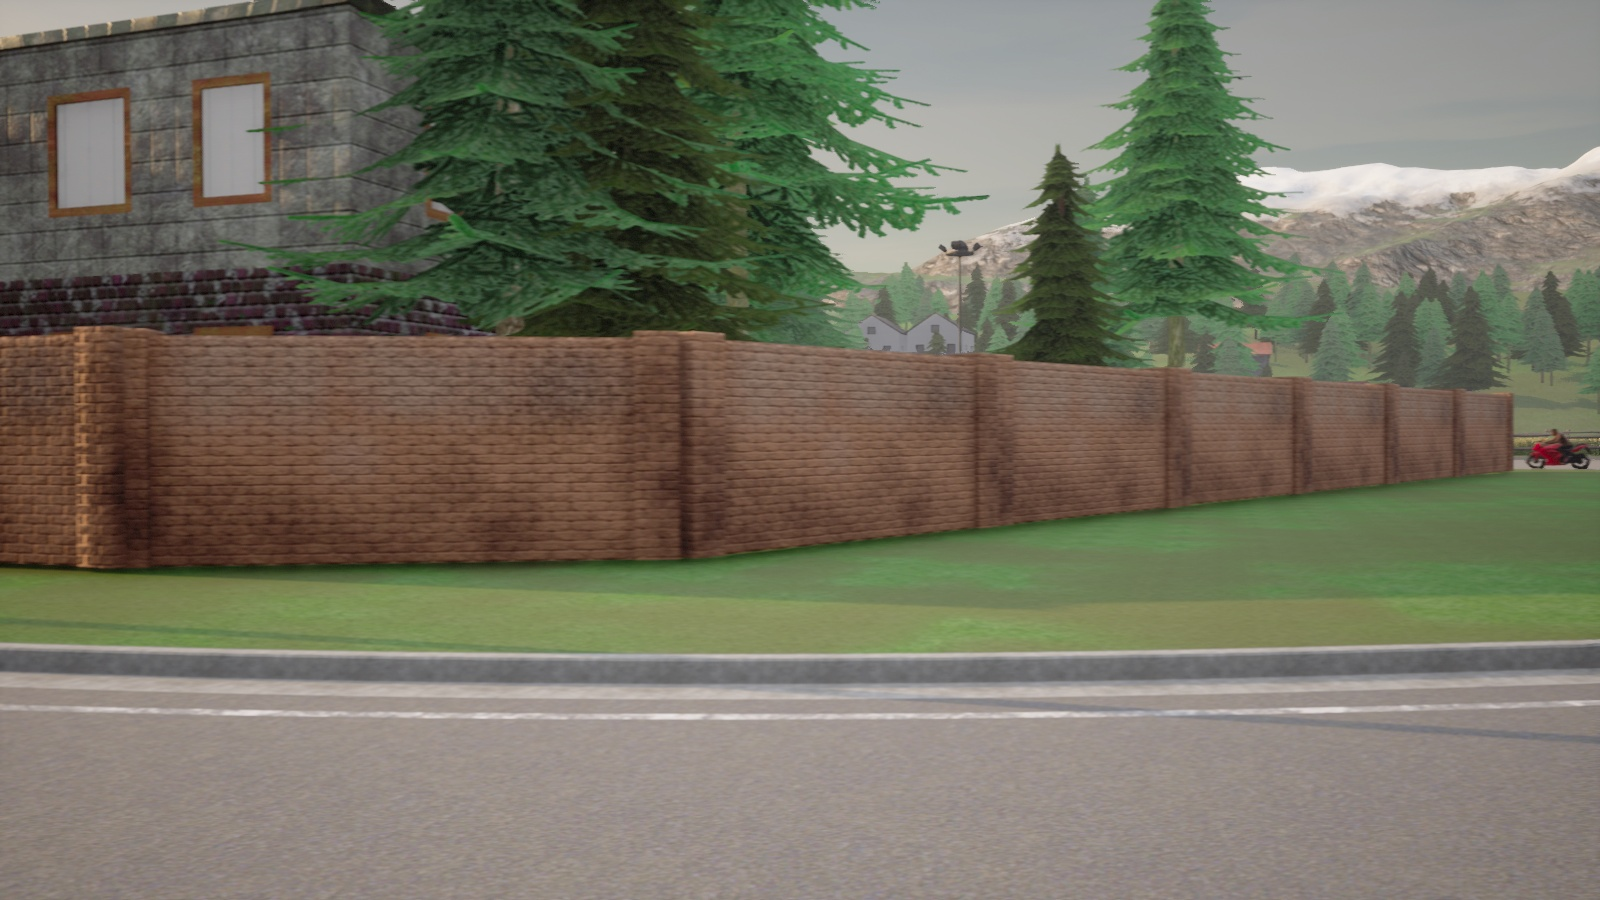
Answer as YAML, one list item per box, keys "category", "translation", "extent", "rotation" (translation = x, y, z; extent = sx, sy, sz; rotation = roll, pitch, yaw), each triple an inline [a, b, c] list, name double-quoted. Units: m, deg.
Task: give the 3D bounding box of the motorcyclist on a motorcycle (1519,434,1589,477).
- category: "motorcyclist on a motorcycle"
  translation: [27.213, 0.184, 45.371]
  extent: [2.044, 1.523, 0.797]
  rotation: [1, 1, 19]
